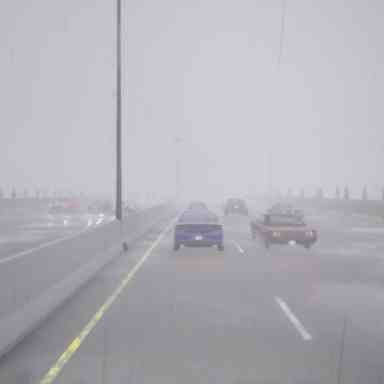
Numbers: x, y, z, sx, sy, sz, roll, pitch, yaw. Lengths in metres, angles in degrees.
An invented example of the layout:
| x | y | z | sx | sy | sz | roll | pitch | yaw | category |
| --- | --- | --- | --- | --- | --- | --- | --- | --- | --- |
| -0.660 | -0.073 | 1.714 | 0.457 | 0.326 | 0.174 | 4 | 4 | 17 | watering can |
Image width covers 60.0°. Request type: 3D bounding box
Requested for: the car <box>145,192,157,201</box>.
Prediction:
| x | y | z | sx | sy | sz | roll | pitch | yaw | category |
| --- | --- | --- | --- | --- | --- | --- | --- | --- | --- |
| -9.425 | 0.928 | 77.515 | 2.150 | 2.045 | 5.566 | 0 | 0 | 1 | car |

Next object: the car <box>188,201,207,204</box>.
| x | y | z | sx | sy | sz | roll | pitch | yaw | category |
| --- | --- | --- | --- | --- | --- | --- | --- | --- | --- |
| 0.529 | 1.559 | 32.674 | 1.994 | 1.385 | 4.181 | 0 | 0 | 1 | car |

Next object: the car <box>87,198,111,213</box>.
| x | y | z | sx | sy | sz | roll | pitch | yaw | category |
| --- | --- | --- | --- | --- | --- | --- | --- | --- | --- |
| -10.102 | 1.479 | 36.839 | 2.128 | 1.511 | 4.902 | 0 | 0 | 1 | car |

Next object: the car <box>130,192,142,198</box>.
| x | y | z | sx | sy | sz | roll | pitch | yaw | category |
| --- | --- | --- | --- | --- | --- | --- | --- | --- | --- |
| -12.931 | 0.960 | 77.150 | 2.150 | 2.045 | 5.566 | 0 | 0 | 1 | car |

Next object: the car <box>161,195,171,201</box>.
| x | y | z | sx | sy | sz | roll | pitch | yaw | category |
| --- | --- | --- | --- | --- | --- | --- | --- | --- | --- |
| -5.946 | 1.444 | 76.051 | 1.994 | 1.385 | 4.181 | 0 | 0 | 1 | car |

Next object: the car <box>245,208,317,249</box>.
| x | y | z | sx | sy | sz | roll | pitch | yaw | category |
| --- | --- | --- | --- | --- | --- | --- | --- | --- | --- |
| 3.772 | 1.601 | 14.630 | 1.895 | 1.301 | 4.718 | 0 | 0 | 1 | car |

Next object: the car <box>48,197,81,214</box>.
| x | y | z | sx | sy | sz | roll | pitch | yaw | category |
| --- | --- | --- | --- | --- | --- | --- | --- | --- | --- |
| -13.620 | 1.338 | 35.649 | 2.097 | 1.767 | 4.553 | 0 | 0 | 1 | car |

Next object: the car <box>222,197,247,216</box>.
| x | y | z | sx | sy | sz | roll | pitch | yaw | category |
| --- | --- | --- | --- | --- | --- | --- | --- | --- | --- |
| 4.020 | 1.350 | 31.978 | 2.097 | 1.767 | 4.553 | 0 | 0 | 1 | car |

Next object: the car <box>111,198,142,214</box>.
| x | y | z | sx | sy | sz | roll | pitch | yaw | category |
| --- | --- | --- | --- | --- | --- | --- | --- | --- | --- |
| -6.641 | 1.591 | 34.505 | 1.895 | 1.301 | 4.718 | 0 | 0 | 1 | car |

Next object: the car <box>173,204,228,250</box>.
| x | y | z | sx | sy | sz | roll | pitch | yaw | category |
| --- | --- | --- | --- | --- | --- | --- | --- | --- | --- |
| 0.269 | 1.476 | 14.268 | 1.882 | 1.535 | 5.008 | 0 | 0 | 1 | car |

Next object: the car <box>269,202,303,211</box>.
| x | y | z | sx | sy | sz | roll | pitch | yaw | category |
| --- | --- | --- | --- | --- | --- | --- | --- | --- | --- |
| 7.447 | 1.548 | 26.931 | 2.033 | 1.411 | 5.357 | 0 | 0 | 1 | car |
